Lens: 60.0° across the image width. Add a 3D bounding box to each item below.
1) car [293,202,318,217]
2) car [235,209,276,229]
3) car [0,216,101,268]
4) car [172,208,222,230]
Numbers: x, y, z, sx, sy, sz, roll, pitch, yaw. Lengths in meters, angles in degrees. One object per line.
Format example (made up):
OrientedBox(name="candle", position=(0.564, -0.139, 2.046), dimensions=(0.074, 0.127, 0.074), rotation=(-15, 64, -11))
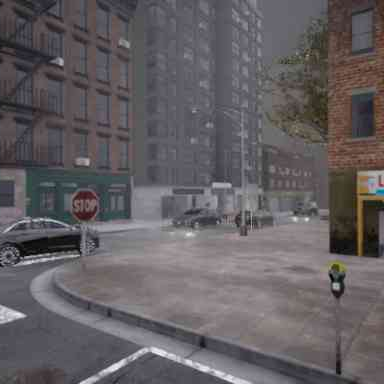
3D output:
OrientedBox(name="car", position=(16.116, 2.407, 47.052), dimensions=(2.150, 2.045, 5.566), rotation=(0, -2, 36))
OrientedBox(name="car", position=(5.254, 2.107, 27.032), dimensions=(1.837, 1.490, 4.892), rotation=(0, -2, 36))
OrientedBox(name="car", position=(-5.574, 1.634, 11.981), dimensions=(2.128, 1.511, 4.902), rotation=(0, -2, 36))
OrientedBox(name="car", position=(0.471, 2.019, 25.442), dimensions=(1.837, 1.490, 4.892), rotation=(0, -2, 36))
